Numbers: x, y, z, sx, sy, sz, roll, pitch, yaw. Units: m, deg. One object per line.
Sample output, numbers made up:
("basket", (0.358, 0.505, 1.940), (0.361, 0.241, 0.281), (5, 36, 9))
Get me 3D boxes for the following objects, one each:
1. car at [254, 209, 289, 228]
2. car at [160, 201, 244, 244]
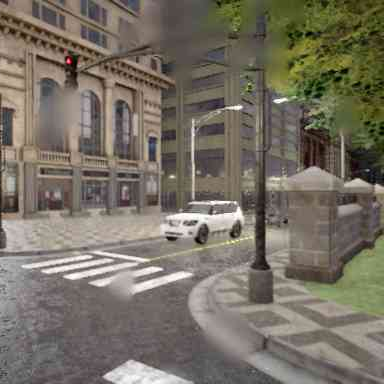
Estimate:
("car", (6.493, 2.014, 26.033), (1.994, 1.385, 4.181), (0, -1, 35))
("car", (0.748, 1.501, 17.843), (2.150, 2.045, 5.566), (0, -1, 37))
